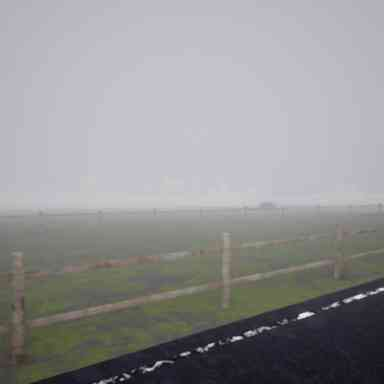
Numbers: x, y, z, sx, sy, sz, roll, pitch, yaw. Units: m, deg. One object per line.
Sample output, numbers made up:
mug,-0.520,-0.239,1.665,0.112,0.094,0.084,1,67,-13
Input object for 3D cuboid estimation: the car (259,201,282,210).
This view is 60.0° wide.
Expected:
car,12.606,2.133,53.269,2.128,1.511,4.902,1,-1,-21
